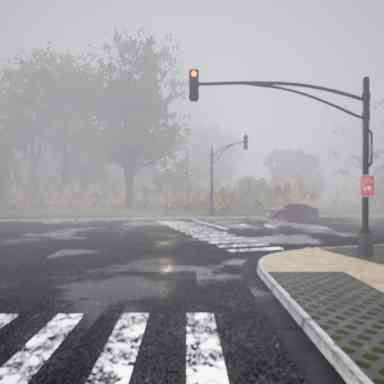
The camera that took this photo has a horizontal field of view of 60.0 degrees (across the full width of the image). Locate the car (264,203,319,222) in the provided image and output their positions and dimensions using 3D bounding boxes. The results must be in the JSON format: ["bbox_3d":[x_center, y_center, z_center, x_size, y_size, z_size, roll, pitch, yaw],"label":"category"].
[{"bbox_3d":[8.236,1.615,27.337,4.674,1.442,1.812,1,0,-19],"label":"car"}]
